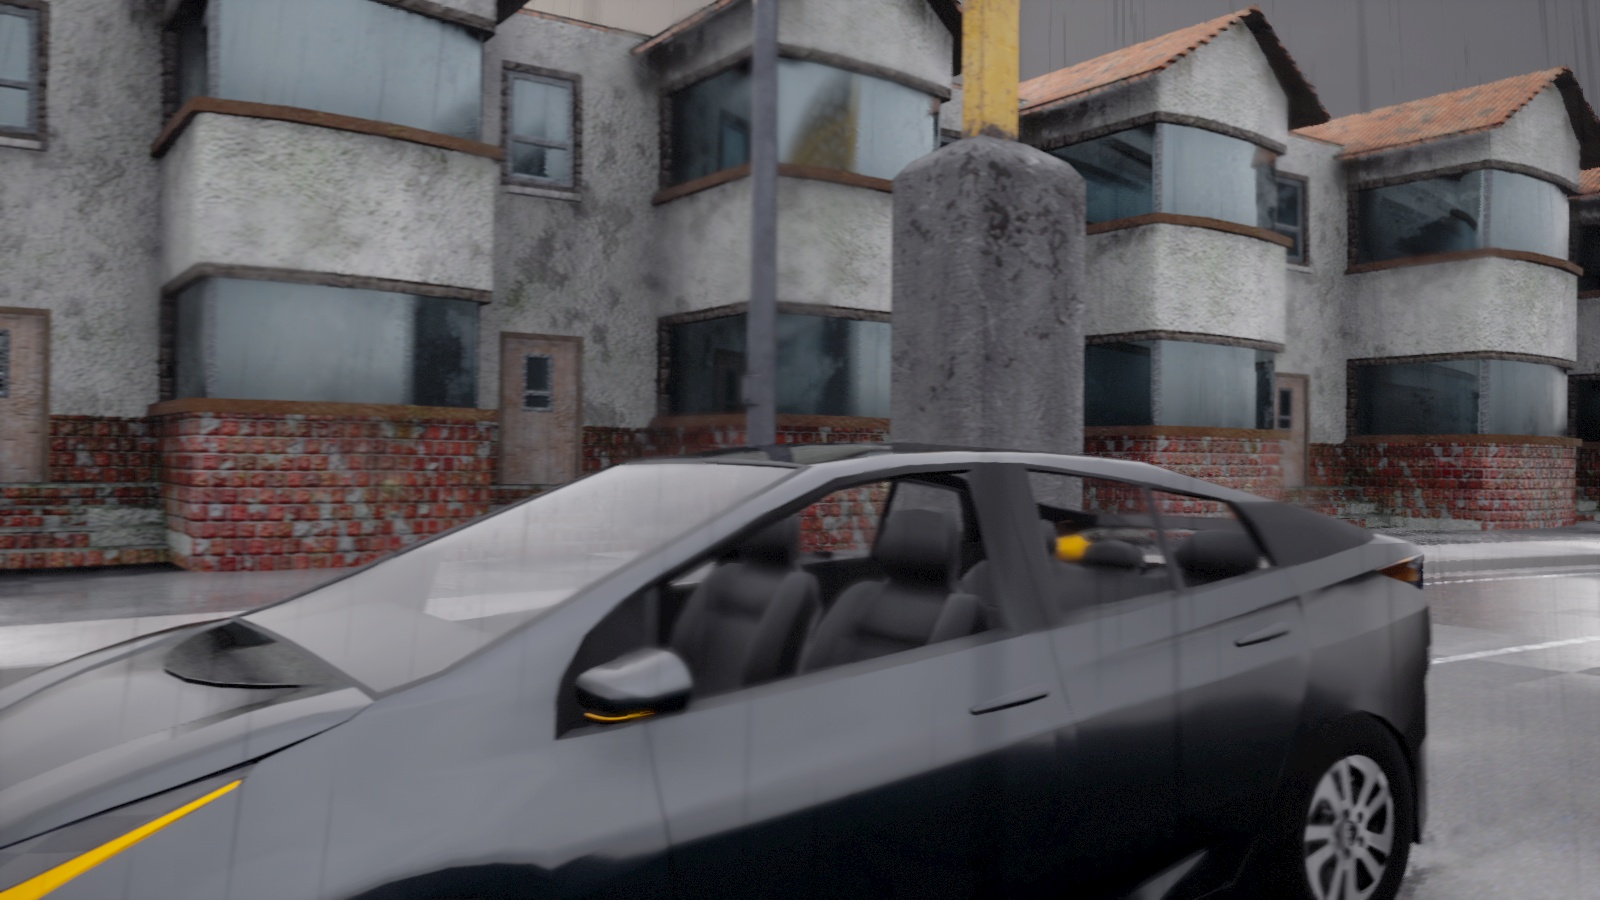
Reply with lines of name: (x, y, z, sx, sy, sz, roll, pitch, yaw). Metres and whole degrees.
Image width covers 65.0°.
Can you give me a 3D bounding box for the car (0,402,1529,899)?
car: (-0.071, 0.701, 3.610, 4.514, 1.525, 2.007, 0, 0, -35)
